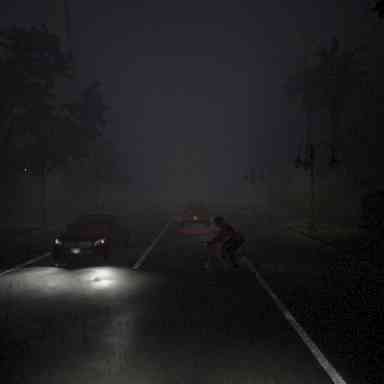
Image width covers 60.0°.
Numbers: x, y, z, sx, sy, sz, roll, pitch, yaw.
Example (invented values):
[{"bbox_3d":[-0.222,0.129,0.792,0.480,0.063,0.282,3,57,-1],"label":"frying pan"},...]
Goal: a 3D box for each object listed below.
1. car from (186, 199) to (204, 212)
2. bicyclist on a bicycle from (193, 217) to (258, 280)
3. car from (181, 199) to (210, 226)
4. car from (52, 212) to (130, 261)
[{"bbox_3d":[0.316,1.547,39.421,2.033,1.411,5.357,0,0,0],"label":"car"},{"bbox_3d":[0.850,1.452,8.497,1.656,1.620,0.582,-1,0,0],"label":"bicyclist on a bicycle"},{"bbox_3d":[0.227,1.477,23.549,1.882,1.535,5.008,0,0,0],"label":"car"},{"bbox_3d":[-3.520,1.525,12.446,1.812,1.442,4.674,0,0,0],"label":"car"}]
